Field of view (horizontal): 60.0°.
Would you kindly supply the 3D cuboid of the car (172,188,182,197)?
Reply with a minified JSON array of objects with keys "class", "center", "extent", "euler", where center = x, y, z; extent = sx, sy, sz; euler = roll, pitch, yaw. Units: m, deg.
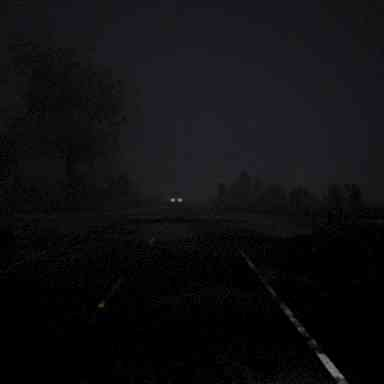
[{"class":"car","center":[-3.477,0.136,77.242],"extent":[2.150,2.045,5.566],"euler":[0,1,0]}]
